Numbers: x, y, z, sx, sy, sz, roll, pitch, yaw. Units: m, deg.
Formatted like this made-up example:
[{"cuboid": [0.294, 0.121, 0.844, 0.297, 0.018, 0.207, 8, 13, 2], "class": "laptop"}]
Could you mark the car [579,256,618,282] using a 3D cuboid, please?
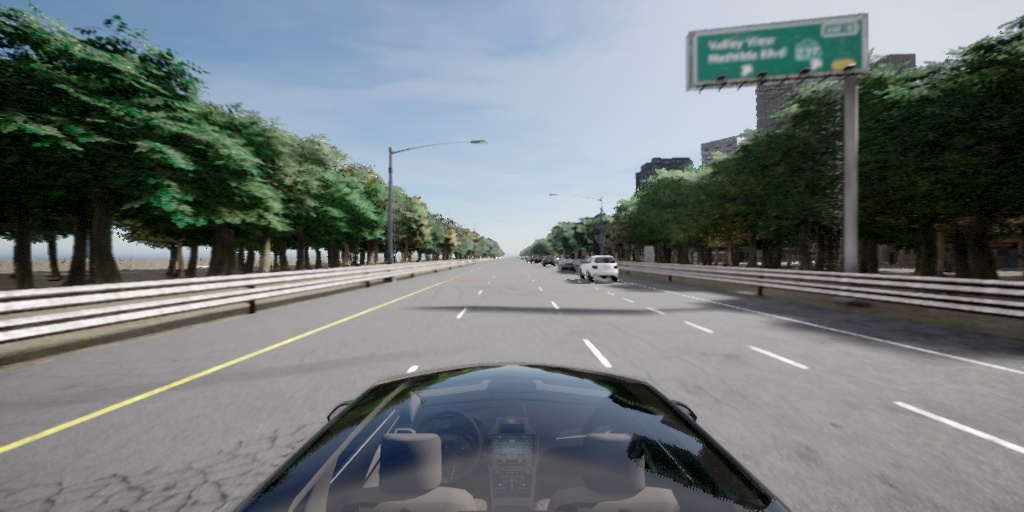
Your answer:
[{"cuboid": [7.001, 0.987, 29.397, 2.150, 2.045, 5.566, 0, 0, 0], "class": "car"}]

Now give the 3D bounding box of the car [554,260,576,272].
[{"cuboid": [6.998, 1.279, 46.337, 1.837, 1.490, 4.892, 0, 0, 0], "class": "car"}]
